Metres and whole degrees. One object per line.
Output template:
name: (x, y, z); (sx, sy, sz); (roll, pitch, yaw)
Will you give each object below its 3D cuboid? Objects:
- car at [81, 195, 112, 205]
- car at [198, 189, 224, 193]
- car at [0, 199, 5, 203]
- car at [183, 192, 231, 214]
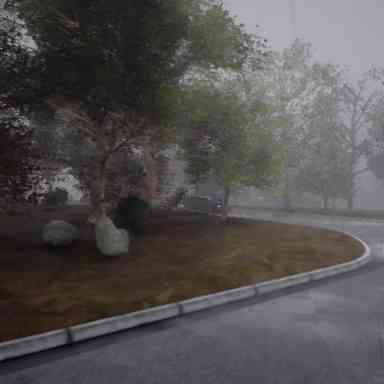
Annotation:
car: (-11.084, 0.641, 40.384); (4.553, 1.767, 2.097); (1, -1, 2)
car: (1.393, 0.734, 34.376); (2.150, 2.045, 5.566); (1, 0, -39)
car: (-19.394, 0.592, 33.358); (4.892, 1.490, 1.837); (1, -1, -37)
car: (1.370, 1.029, 28.948); (1.837, 1.490, 4.892); (2, 0, -36)
